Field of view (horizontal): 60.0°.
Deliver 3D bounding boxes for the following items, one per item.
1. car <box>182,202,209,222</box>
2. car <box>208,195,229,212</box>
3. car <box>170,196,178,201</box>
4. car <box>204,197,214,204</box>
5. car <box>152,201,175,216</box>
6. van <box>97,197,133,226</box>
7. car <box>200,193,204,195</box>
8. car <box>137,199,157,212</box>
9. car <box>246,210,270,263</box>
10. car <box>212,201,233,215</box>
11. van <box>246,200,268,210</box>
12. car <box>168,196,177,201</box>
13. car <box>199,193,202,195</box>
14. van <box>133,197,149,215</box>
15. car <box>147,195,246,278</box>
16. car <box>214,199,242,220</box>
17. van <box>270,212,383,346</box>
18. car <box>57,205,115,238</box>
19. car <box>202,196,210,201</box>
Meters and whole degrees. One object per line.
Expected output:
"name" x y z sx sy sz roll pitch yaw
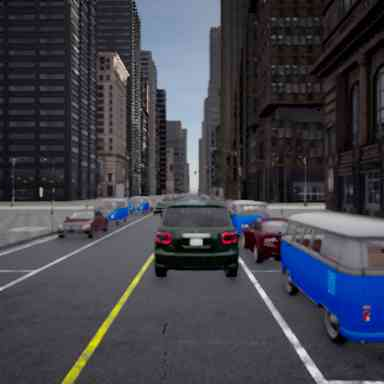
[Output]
"car" 0.326 1.574 27.548 2.033 1.411 5.357 0 0 1
"car" 3.142 1.357 40.225 2.192 1.841 5.009 0 0 1
"car" -4.908 1.691 89.830 1.802 1.307 4.206 0 0 1
"car" 3.401 1.628 67.197 2.008 1.369 4.403 0 0 1
"car" -2.767 1.634 33.436 1.895 1.301 4.718 0 0 1
"van" -5.546 1.362 23.265 1.690 1.788 3.998 0 0 1
"car" 3.509 1.644 78.477 2.008 1.369 4.403 0 0 1
"car" -5.384 1.565 40.126 1.752 1.417 4.829 0 0 1
"car" 2.871 1.556 11.838 1.887 1.381 4.507 0 0 1
"car" 3.088 1.617 34.547 1.802 1.307 4.206 0 0 1
"van" 2.925 1.358 17.515 1.690 1.788 3.998 0 0 1
"car" -4.962 1.666 84.191 1.947 1.339 4.313 0 0 1
"car" 3.671 1.561 95.399 1.967 1.590 4.097 0 0 1
"van" -5.437 1.375 34.619 1.690 1.788 3.998 0 0 1
"car" 0.145 1.233 10.338 2.150 2.045 5.566 0 0 1
"car" 3.033 1.469 28.870 1.967 1.590 4.097 0 0 1
"van" 2.816 1.347 6.161 1.690 1.788 3.998 0 0 1
"car" -5.600 1.597 17.587 1.802 1.307 4.206 0 0 1
"car" 3.563 1.647 84.118 1.887 1.381 4.507 0 0 1
